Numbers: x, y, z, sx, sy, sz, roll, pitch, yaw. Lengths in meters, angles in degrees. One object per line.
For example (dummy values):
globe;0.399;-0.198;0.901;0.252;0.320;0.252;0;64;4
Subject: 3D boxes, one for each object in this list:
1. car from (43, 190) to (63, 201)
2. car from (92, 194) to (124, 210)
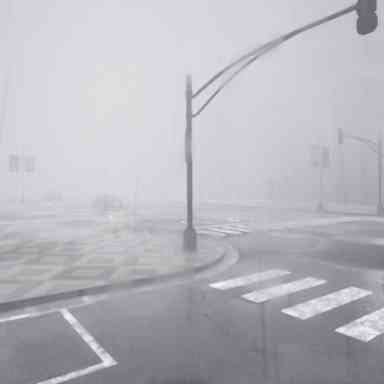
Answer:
car;-21.576;0.495;51.474;2.097;1.767;4.553;-1;1;-35
car;-8.439;0.973;33.116;2.128;1.511;4.902;-1;1;-36
